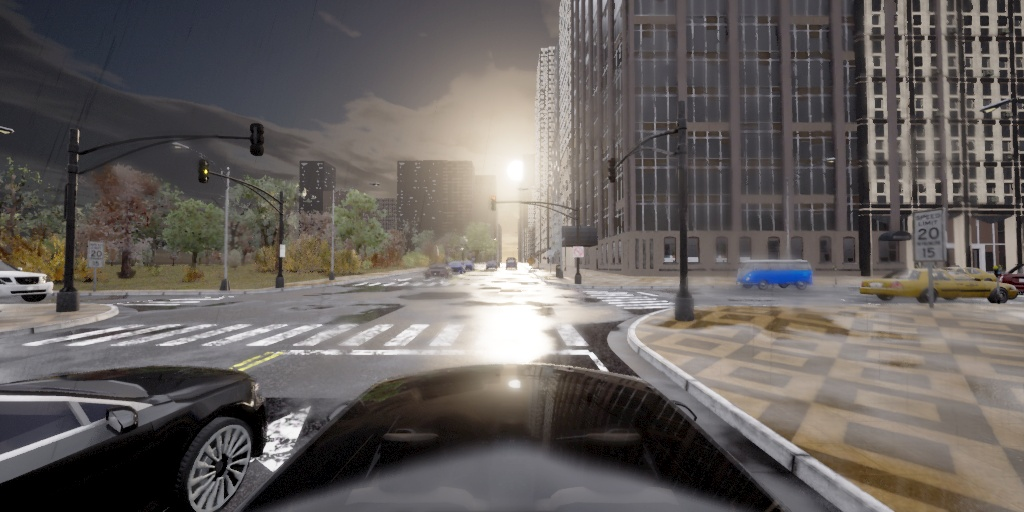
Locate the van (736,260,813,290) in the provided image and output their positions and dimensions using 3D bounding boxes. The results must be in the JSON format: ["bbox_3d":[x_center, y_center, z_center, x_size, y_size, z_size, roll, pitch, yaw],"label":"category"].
[{"bbox_3d":[15.888,1.122,21.778,3.998,1.789,1.690,0,0,-1],"label":"van"}]

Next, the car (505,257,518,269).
[{"bbox_3d":[-0.072,1.420,61.046,1.882,1.535,5.008,0,0,0],"label":"car"}]

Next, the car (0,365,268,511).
[{"bbox_3d":[-3.143,1.241,1.308,2.128,1.511,4.902,0,0,0],"label":"car"}]

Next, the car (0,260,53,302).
[{"bbox_3d":[-23.575,1.057,15.455,5.566,2.045,2.150,0,-2,-1],"label":"car"}]

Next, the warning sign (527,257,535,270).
[{"bbox_3d":[2.709,1.000,50.679,1.300,1.860,1.060,0,0,0],"label":"warning sign"}]

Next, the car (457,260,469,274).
[{"bbox_3d":[-6.716,1.329,43.386,1.882,1.535,5.008,0,0,0],"label":"car"}]

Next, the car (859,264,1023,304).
[{"bbox_3d":[16.292,1.075,13.761,4.829,1.417,1.751,0,0,-1],"label":"car"}]

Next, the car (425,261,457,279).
[{"bbox_3d":[-6.685,1.379,33.256,1.994,1.385,4.181,0,0,0],"label":"car"}]

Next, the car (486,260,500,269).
[{"bbox_3d":[-3.318,1.483,59.912,2.033,1.411,5.357,0,0,0],"label":"car"}]

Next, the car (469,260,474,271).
[{"bbox_3d":[-6.739,1.378,53.619,1.882,1.535,5.008,0,0,0],"label":"car"}]
